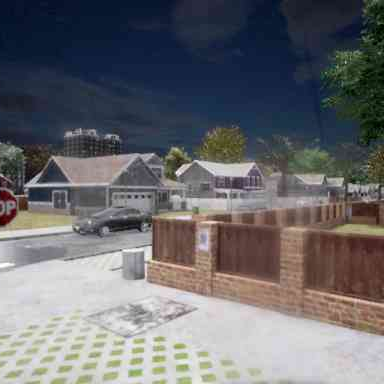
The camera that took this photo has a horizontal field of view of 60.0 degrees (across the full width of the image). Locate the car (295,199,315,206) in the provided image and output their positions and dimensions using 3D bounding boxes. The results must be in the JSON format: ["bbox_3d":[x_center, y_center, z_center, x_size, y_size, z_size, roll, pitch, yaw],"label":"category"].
[{"bbox_3d":[15.566,1.543,45.780,1.812,1.442,4.674,0,0,36],"label":"car"}]

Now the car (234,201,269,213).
[{"bbox_3d":[5.904,1.693,32.614,1.837,1.490,4.892,0,0,36],"label":"car"}]

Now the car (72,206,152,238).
[{"bbox_3d":[-4.288,1.586,18.572,1.837,1.490,4.892,0,0,36],"label":"car"}]
